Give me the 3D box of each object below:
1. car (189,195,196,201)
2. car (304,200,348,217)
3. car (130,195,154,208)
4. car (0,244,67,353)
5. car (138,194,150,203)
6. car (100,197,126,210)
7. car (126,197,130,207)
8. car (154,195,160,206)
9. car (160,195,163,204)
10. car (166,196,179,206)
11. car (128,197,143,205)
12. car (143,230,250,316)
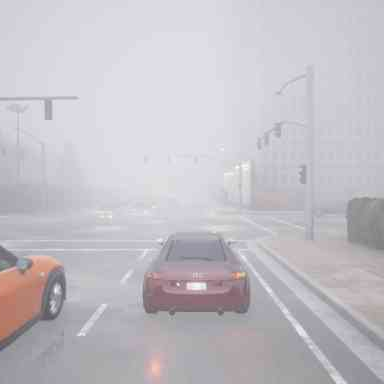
[{"bbox_3d":[0.132,1.552,84.548,1.994,1.385,4.181,0,0,0],"label":"car"},{"bbox_3d":[13.142,1.547,31.381,4.902,1.511,2.128,0,0,0],"label":"car"},{"bbox_3d":[-7.012,1.352,47.065,2.097,1.767,4.553,0,0,0],"label":"car"},{"bbox_3d":[-3.433,1.352,4.461,2.097,1.767,4.553,0,0,1],"label":"car"},{"bbox_3d":[-10.387,1.355,72.246,2.097,1.767,4.553,0,0,0],"label":"car"},{"bbox_3d":[-10.535,1.491,43.467,2.128,1.511,4.902,0,0,1],"label":"car"},{"bbox_3d":[-10.507,1.477,52.616,1.882,1.535,5.008,0,0,0],"label":"car"},{"bbox_3d":[-6.995,1.505,56.007,1.837,1.490,4.892,0,0,0],"label":"car"},{"bbox_3d":[-6.922,1.352,66.085,2.097,1.767,4.553,0,0,1],"label":"car"},{"bbox_3d":[-3.309,1.477,56.363,1.882,1.535,5.008,0,0,0],"label":"car"},{"bbox_3d":[-10.460,1.601,61.916,1.895,1.301,4.718,0,0,0],"label":"car"},{"bbox_3d":[0.089,1.564,7.634,1.994,1.385,4.181,0,0,0],"label":"car"}]
